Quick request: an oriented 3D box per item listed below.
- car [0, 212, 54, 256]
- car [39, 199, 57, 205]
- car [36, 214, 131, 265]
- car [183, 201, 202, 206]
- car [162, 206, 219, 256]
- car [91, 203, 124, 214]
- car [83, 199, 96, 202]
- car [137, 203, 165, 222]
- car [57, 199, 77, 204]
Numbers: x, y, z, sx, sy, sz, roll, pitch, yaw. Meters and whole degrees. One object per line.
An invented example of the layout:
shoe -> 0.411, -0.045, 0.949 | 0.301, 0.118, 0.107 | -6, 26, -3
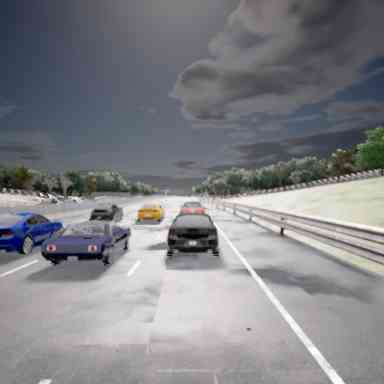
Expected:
car -> -6.950, 1.572, 13.656 | 1.882, 1.535, 5.008 | 0, 0, 0
car -> -25.020, 1.976, 58.295 | 1.812, 1.442, 4.674 | 0, 0, -1
car -> -3.463, 1.683, 11.932 | 1.895, 1.301, 4.718 | 0, 0, 0
car -> 0.037, 1.555, 27.517 | 2.097, 1.767, 4.553 | 0, -1, 0
car -> 0.050, 1.571, 13.643 | 1.882, 1.535, 5.008 | 0, 0, 0
car -> -6.962, 1.711, 27.582 | 1.837, 1.490, 4.892 | 0, 0, 0
car -> -18.039, 1.934, 58.667 | 1.882, 1.535, 5.008 | 0, 0, -1
car -> -3.454, 1.692, 28.690 | 1.882, 1.535, 5.008 | 0, 0, 0
car -> -21.533, 1.979, 58.531 | 1.812, 1.442, 4.674 | 0, 0, -1
